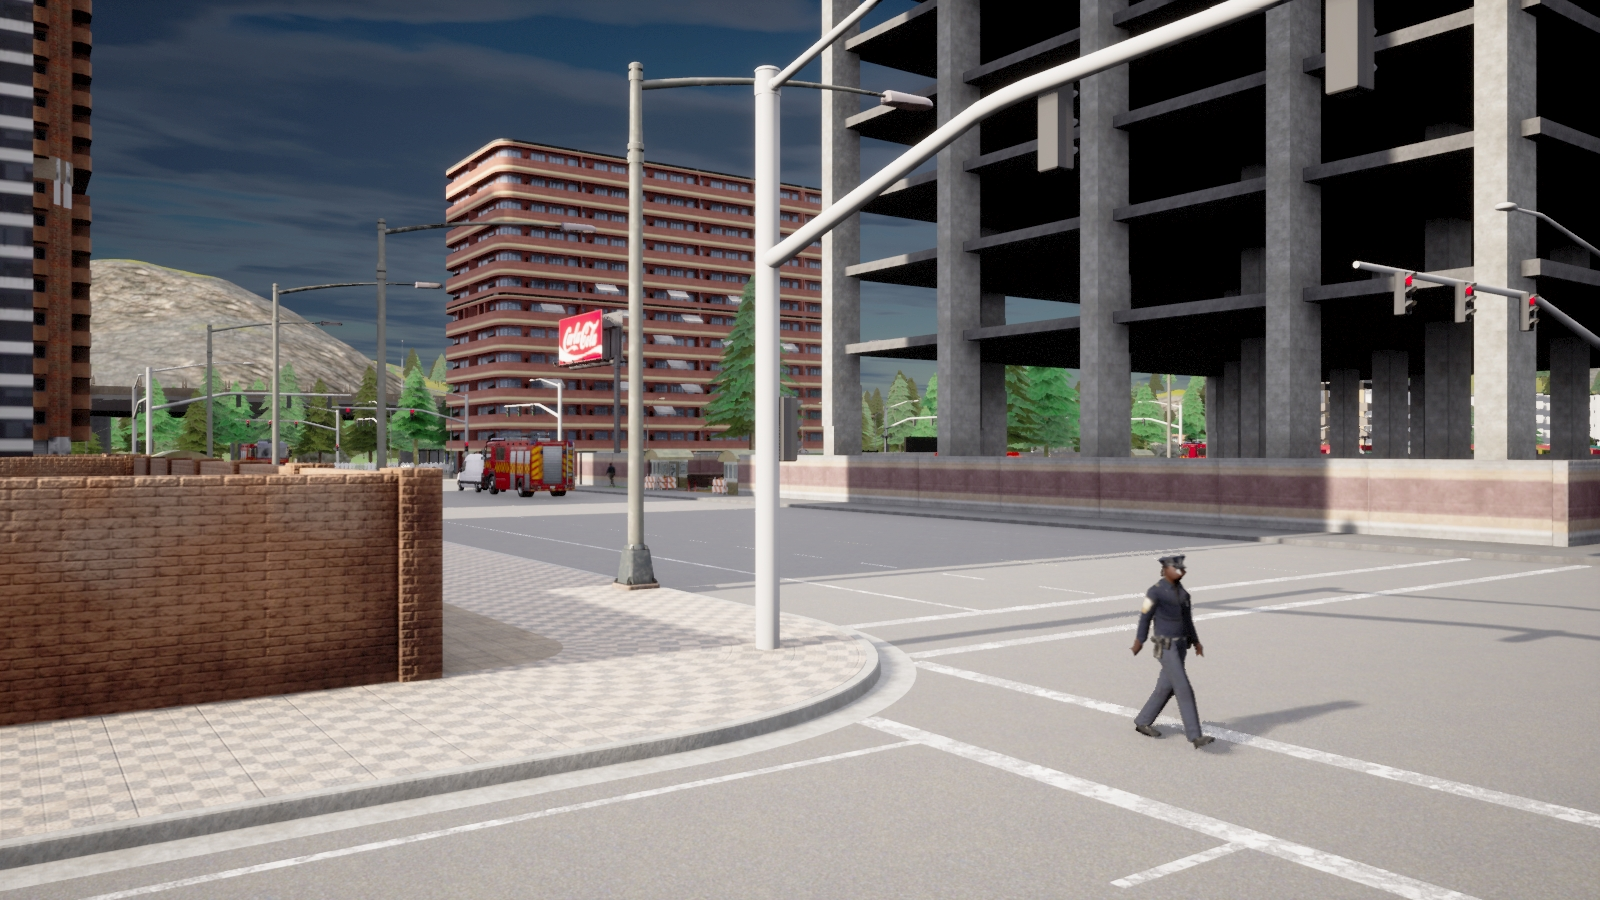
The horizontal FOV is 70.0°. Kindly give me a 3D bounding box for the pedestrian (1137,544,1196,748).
[{"bbox_3d":[3.492,1.849,10.897,0.375,1.860,0.375,0,0,-28],"label":"pedestrian"}]

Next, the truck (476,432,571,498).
[{"bbox_3d":[-17.188,0.891,70.591,2.891,3.827,8.468,0,0,-34],"label":"truck"}]
